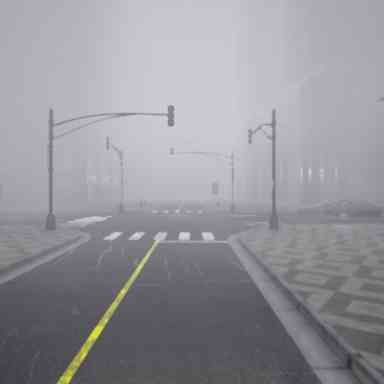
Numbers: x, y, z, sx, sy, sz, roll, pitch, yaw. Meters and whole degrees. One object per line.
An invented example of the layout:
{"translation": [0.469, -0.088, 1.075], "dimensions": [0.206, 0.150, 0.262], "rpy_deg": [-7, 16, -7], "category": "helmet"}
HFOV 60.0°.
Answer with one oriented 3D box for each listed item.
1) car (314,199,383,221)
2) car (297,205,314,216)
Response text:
{"translation": [11.556, 1.227, 23.179], "dimensions": [4.902, 1.511, 2.128], "rpy_deg": [0, -1, 0], "category": "car"}
{"translation": [11.645, 1.311, 28.945], "dimensions": [4.829, 1.417, 1.752], "rpy_deg": [0, 0, 0], "category": "car"}
